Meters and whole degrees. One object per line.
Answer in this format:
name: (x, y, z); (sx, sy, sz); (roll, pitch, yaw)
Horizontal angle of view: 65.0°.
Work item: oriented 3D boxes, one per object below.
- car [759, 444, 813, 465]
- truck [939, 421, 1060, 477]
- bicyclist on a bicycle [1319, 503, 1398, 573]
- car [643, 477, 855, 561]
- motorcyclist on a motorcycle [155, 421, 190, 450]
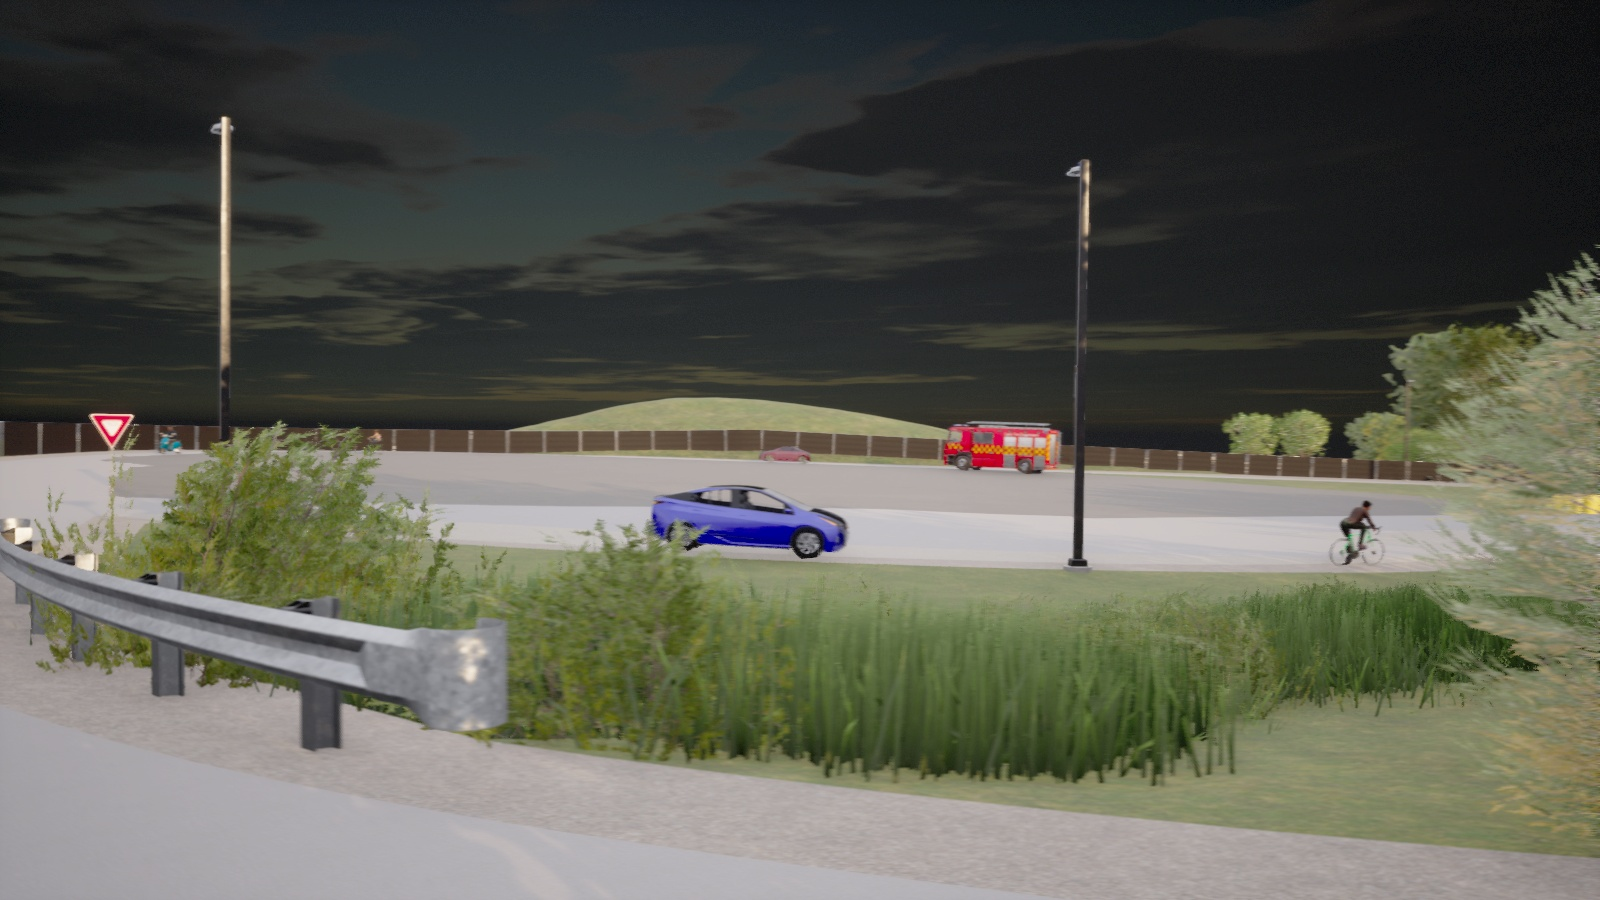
car: (-1.108, 0.338, 99.325); (4.181, 1.385, 1.994); (3, 1, -1)
truck: (15.187, -0.108, 95.779); (8.468, 3.827, 2.891); (3, 1, 31)
bicyclist on a bicycle: (13.596, 2.143, 30.561); (1.656, 1.620, 0.582); (2, 5, -18)
car: (-1.100, 1.535, 28.615); (4.514, 1.525, 2.007); (3, 1, 6)
motorcyclist on a motorcycle: (-35.368, -0.806, 70.777); (0.866, 1.590, 1.817); (2, 2, 8)
